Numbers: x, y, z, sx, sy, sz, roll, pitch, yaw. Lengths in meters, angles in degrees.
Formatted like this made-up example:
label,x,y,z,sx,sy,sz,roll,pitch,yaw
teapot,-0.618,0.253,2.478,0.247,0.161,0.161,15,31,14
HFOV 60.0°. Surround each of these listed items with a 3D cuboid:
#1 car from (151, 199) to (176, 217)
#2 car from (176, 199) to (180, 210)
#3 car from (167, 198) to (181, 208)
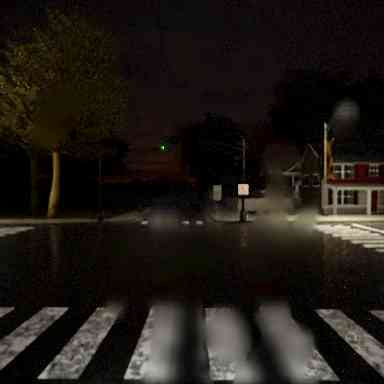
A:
label,x,y,z,sx,sy,sz,roll,pitch,yaw
car,-2.972,1.644,33.469,1.882,1.535,5.008,0,0,0
car,-2.931,1.717,43.771,1.837,1.490,4.892,0,0,0
car,-2.887,1.803,54.400,2.033,1.411,5.357,0,0,0
